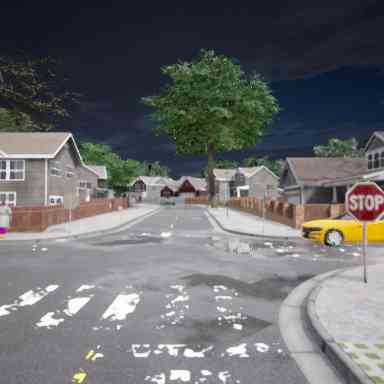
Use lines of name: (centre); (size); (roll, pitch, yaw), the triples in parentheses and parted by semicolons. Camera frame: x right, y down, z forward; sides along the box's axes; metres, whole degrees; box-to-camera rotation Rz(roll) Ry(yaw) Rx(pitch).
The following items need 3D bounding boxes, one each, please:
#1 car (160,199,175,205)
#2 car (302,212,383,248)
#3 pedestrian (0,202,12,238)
car: (-5.123, 2.033, 68.910); (1.994, 1.385, 4.181); (1, -1, -27)
car: (7.169, 1.425, 13.890); (5.008, 1.535, 1.882); (-1, -2, 1)
pedestrian: (-9.659, 1.408, 17.039); (0.375, 1.860, 0.375); (0, -1, 1)
